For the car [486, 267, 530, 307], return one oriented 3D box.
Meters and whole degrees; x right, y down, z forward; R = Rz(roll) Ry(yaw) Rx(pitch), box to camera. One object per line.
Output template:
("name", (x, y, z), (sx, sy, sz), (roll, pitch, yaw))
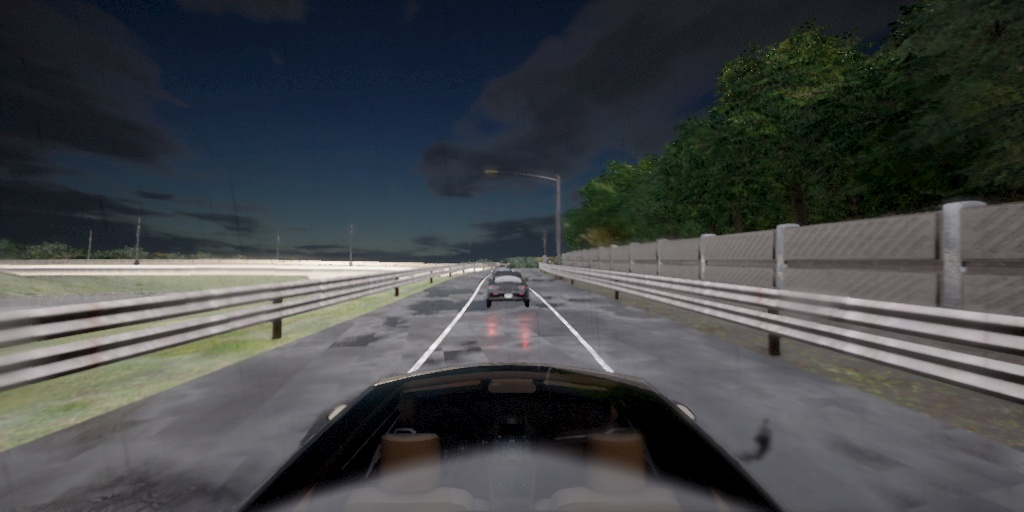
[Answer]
("car", (-0.204, 1.416, 16.382), (1.812, 1.442, 4.674), (0, 0, -2))
